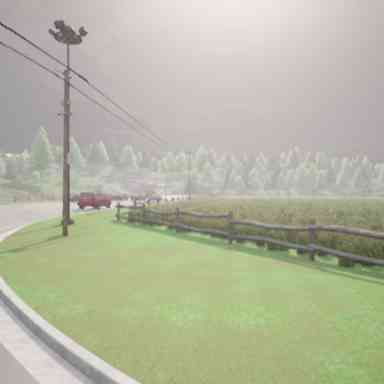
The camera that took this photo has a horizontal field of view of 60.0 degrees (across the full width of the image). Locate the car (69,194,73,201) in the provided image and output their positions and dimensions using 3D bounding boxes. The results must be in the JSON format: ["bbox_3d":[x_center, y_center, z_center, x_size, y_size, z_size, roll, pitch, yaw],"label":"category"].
[{"bbox_3d":[-22.258,1.131,62.501,1.812,1.442,4.674,0,0,8],"label":"car"}]

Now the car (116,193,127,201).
[{"bbox_3d":[-14.493,1.106,68.287,1.837,1.490,4.892,0,0,8],"label":"car"}]

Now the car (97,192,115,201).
[{"bbox_3d":[-17.894,0.939,69.241,2.097,1.767,4.553,0,0,8],"label":"car"}]

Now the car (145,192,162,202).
[{"bbox_3d":[-7.482,1.192,67.890,1.812,1.442,4.674,0,0,8],"label":"car"}]

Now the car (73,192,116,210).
[{"bbox_3d":[-11.346,0.989,39.202,2.150,2.045,5.566,0,0,8],"label":"car"}]

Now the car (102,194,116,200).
[{"bbox_3d":[-19.947,1.096,79.976,1.994,1.385,4.181,0,0,8],"label":"car"}]

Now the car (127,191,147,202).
[{"bbox_3d":[-11.026,1.124,67.809,1.882,1.535,5.008,0,0,8],"label":"car"}]

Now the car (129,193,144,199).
[{"bbox_3d":[-13.069,0.961,78.608,2.033,1.411,5.357,0,0,8],"label":"car"}]

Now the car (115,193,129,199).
[{"bbox_3d":[-16.536,0.952,79.087,1.994,1.385,4.181,0,0,8],"label":"car"}]
